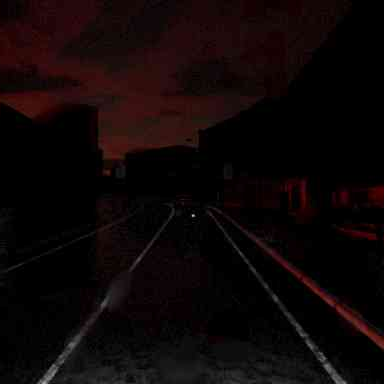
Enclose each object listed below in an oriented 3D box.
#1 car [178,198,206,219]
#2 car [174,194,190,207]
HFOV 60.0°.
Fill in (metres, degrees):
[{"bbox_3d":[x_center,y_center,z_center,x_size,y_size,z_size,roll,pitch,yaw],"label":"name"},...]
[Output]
[{"bbox_3d":[0.075,1.417,26.736,1.895,1.301,4.718,0,1,0],"label":"car"},{"bbox_3d":[-1.193,1.046,42.768,1.837,1.490,4.892,1,1,-9],"label":"car"}]
